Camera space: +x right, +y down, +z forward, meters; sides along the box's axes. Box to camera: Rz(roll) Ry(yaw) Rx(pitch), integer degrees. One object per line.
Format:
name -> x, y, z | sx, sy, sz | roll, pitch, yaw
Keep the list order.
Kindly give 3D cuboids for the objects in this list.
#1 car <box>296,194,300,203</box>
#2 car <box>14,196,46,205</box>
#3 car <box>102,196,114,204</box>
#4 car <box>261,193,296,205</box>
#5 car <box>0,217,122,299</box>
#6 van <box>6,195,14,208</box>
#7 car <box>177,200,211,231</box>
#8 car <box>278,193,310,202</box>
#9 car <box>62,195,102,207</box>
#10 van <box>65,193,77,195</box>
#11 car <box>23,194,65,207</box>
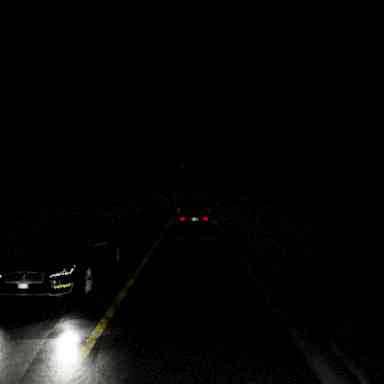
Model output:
car -> 17.076, 1.069, 46.194 | 4.403, 1.369, 2.008 | -1, 2, 0
car -> -26.621, 1.413, 54.821 | 4.313, 1.339, 1.947 | -1, 1, 0
car -> -15.432, 1.261, 54.794 | 4.829, 1.417, 1.752 | -1, 2, 0
car -> 11.697, 1.146, 46.207 | 4.313, 1.339, 1.947 | -1, 2, 0
car -> -3.094, 1.461, 8.529 | 1.837, 1.490, 4.892 | 0, 0, 0
van -> -26.633, 1.327, 46.291 | 3.998, 1.788, 1.690 | -1, 1, 0
car -> 0.109, 1.436, 19.633 | 2.033, 1.411, 5.357 | 0, 0, 0
car -> 16.749, 0.908, 54.718 | 4.829, 1.417, 1.752 | -1, 2, 0
car -> -15.271, 1.455, 46.271 | 4.206, 1.307, 1.802 | -1, 2, 0
van -> -20.944, 1.132, 54.802 | 3.998, 1.788, 1.690 | -1, 2, 0
car -> -20.954, 1.245, 46.277 | 5.009, 1.841, 2.192 | -1, 2, 0
